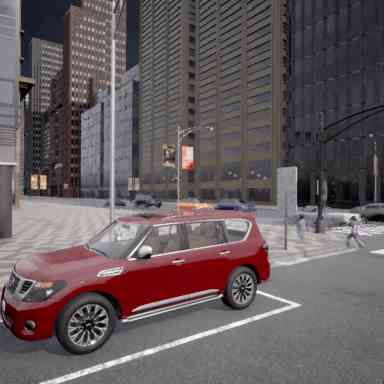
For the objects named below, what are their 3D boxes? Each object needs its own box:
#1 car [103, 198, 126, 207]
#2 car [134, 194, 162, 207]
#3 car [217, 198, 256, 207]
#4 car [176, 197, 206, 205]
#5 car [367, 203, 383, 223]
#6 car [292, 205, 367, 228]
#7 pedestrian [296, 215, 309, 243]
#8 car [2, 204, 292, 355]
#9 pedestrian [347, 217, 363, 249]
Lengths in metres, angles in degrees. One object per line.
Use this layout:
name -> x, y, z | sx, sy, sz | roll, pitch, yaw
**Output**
car -> -12.084, 1.697, 51.538 | 2.033, 1.411, 5.357 | 1, -1, -35
car -> -6.587, 1.377, 49.403 | 2.150, 2.045, 5.566 | 1, -1, -35
car -> 4.501, 1.431, 33.958 | 2.097, 1.767, 4.553 | 1, -1, -36
car -> 0.246, 1.416, 34.308 | 2.097, 1.767, 4.553 | 1, -1, -36
car -> 13.391, 1.521, 22.706 | 4.902, 1.511, 2.128 | 0, 0, 45
car -> 8.726, 1.607, 22.238 | 1.895, 1.301, 4.718 | 1, -1, -33
pedestrian -> 4.589, 1.146, 13.836 | 0.375, 1.860, 0.375 | 1, 0, -36
car -> -0.672, 1.315, 6.290 | 5.009, 1.841, 2.192 | 0, 0, -36
pedestrian -> 6.483, 1.576, 13.243 | 0.375, 1.300, 0.375 | 1, 0, -36
